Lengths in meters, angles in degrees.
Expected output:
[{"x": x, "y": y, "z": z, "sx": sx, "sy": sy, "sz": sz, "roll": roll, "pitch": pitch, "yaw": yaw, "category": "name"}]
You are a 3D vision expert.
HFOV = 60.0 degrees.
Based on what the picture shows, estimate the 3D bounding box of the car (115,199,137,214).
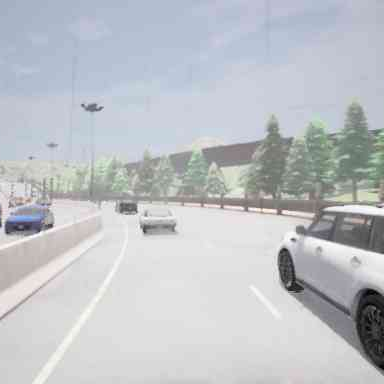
[{"x": -7.402, "y": 1.545, "z": 37.335, "sx": 1.882, "sy": 1.535, "sz": 5.008, "roll": 0, "pitch": 0, "yaw": -21, "category": "car"}]

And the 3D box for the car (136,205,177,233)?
[{"x": -2.161, "y": 1.627, "z": 20.114, "sx": 1.895, "sy": 1.301, "sz": 4.718, "roll": 0, "pitch": 0, "yaw": -12, "category": "car"}]

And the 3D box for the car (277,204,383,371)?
[{"x": 3.287, "y": 1.206, "z": 5.829, "sx": 2.150, "sy": 2.045, "sz": 5.566, "roll": 0, "pitch": 0, "yaw": -4, "category": "car"}]
